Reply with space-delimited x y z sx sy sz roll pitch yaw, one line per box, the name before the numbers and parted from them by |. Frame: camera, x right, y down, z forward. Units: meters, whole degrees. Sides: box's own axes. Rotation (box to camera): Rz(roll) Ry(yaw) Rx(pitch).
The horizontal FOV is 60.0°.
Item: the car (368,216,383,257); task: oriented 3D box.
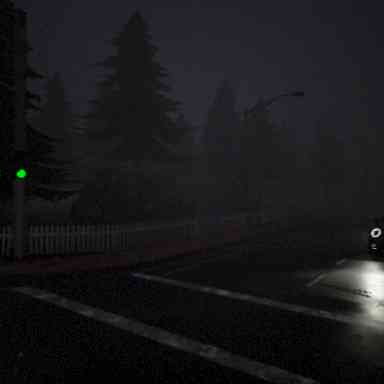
car | 7.985 1.389 12.351 2.097 1.767 4.553 0 0 36
